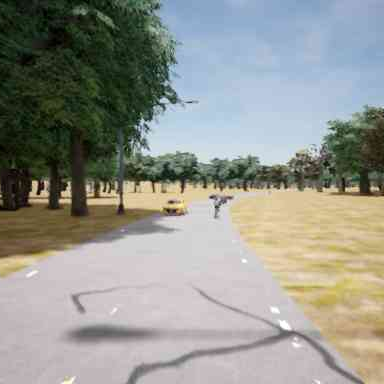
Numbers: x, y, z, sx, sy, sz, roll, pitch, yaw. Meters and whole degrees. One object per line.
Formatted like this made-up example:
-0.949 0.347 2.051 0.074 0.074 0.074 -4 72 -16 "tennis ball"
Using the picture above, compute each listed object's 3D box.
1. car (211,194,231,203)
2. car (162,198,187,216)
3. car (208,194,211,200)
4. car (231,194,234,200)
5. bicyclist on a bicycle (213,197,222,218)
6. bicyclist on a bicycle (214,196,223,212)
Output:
5.055 1.130 57.193 2.128 1.511 4.902 0 1 10 "car"
-1.559 1.351 31.164 1.882 1.535 5.008 0 0 5 "car"
4.740 0.993 72.019 1.895 1.301 4.718 1 1 12 "car"
8.303 1.016 74.271 1.895 1.301 4.718 1 1 13 "car"
2.084 1.362 28.032 0.582 1.620 1.656 0 0 5 "bicyclist on a bicycle"
2.867 1.294 36.071 0.866 1.612 1.509 0 0 6 "bicyclist on a bicycle"
